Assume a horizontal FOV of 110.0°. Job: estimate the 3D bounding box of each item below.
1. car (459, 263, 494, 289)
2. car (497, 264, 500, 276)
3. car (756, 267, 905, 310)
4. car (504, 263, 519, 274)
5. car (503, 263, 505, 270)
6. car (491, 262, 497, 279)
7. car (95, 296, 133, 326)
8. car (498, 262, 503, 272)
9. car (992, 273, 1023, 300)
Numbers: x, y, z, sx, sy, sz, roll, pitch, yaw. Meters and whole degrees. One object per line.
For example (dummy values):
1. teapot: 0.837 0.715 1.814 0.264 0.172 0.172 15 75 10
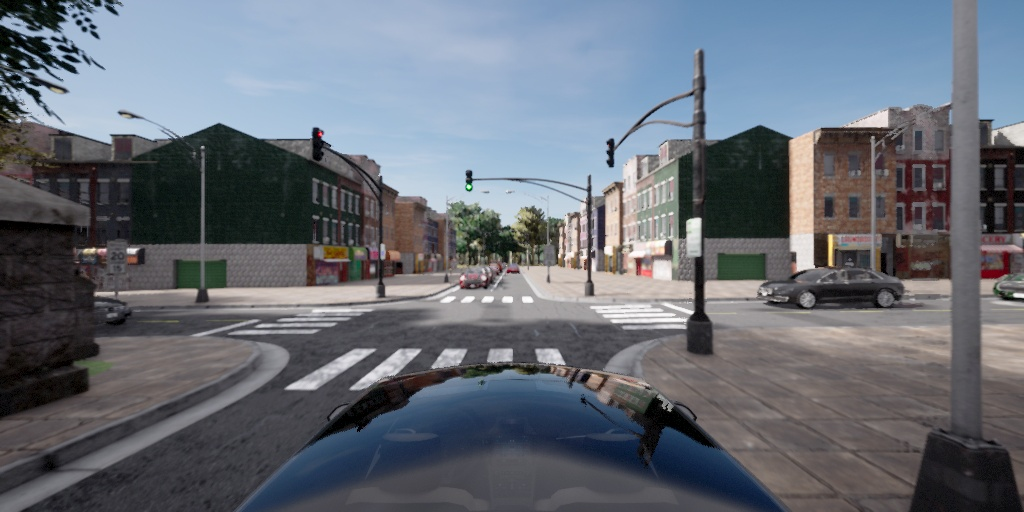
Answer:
1. car: -2.604 1.509 25.772 1.967 1.591 4.097 0 0 0
2. car: -2.588 1.786 36.640 1.948 1.339 4.313 0 0 0
3. car: 12.294 1.207 14.031 4.892 1.490 1.837 -1 0 0
4. car: 0.181 2.083 57.420 1.994 1.385 4.181 0 -1 0
5. car: -2.887 1.864 65.431 2.150 2.045 5.566 0 -1 0
6. car: -2.596 1.584 31.206 1.967 1.591 4.097 0 0 0
7. car: -14.713 1.612 11.107 4.674 1.442 1.812 -1 0 0
8. car: -2.572 1.921 47.508 1.888 1.381 4.507 0 0 0
9. car: 22.073 0.926 14.016 4.553 1.767 2.097 -1 0 0
